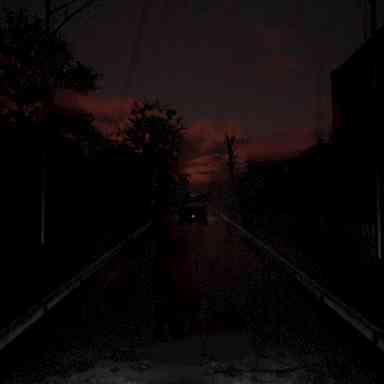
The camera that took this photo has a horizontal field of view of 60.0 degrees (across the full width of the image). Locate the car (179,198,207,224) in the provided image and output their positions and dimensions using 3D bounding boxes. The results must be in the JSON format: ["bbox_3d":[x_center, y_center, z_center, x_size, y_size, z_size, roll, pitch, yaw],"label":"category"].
[{"bbox_3d":[0.079,1.449,24.448,1.882,1.535,5.008,0,0,0],"label":"car"}]

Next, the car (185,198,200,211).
[{"bbox_3d":[0.057,1.516,41.897,1.837,1.490,4.892,0,0,0],"label":"car"}]
